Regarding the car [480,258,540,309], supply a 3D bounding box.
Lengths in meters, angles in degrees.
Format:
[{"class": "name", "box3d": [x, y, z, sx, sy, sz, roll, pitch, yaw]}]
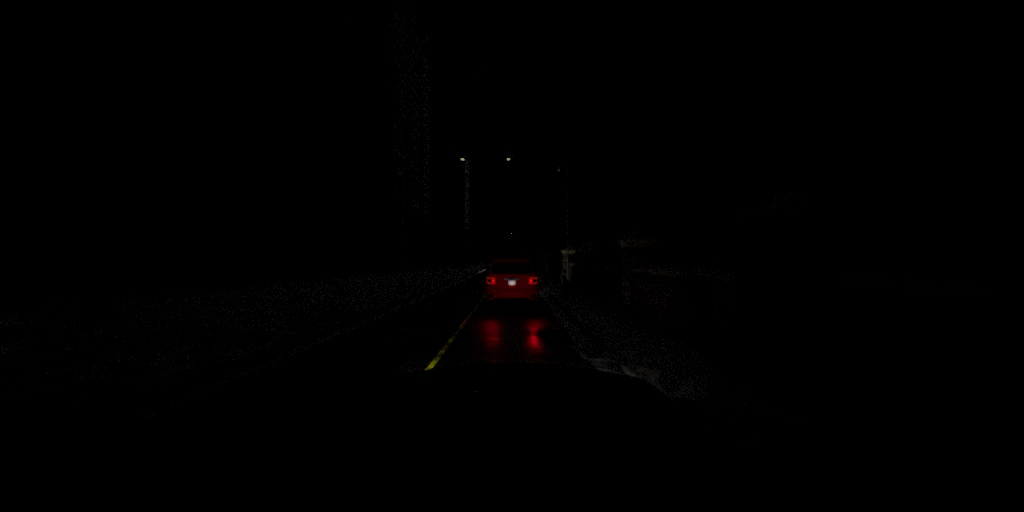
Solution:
[{"class": "car", "box3d": [0.002, 1.109, 15.872, 2.150, 2.045, 5.566, 0, 0, 0]}]
